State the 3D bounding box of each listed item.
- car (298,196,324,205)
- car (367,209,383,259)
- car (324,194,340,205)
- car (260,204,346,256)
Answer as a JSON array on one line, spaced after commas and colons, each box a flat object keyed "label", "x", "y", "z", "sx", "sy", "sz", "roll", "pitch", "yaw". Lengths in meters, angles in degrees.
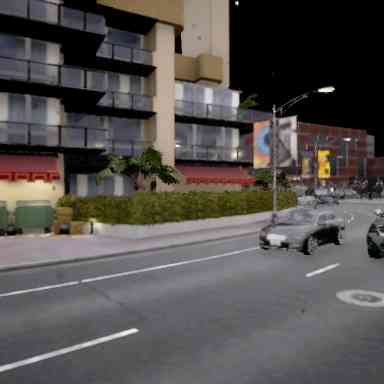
[{"label": "car", "x": 18.380, "y": 1.318, "z": 52.727, "sx": 1.812, "sy": 1.442, "sz": 4.674, "roll": 0, "pitch": 0, "yaw": -13}, {"label": "car", "x": 7.949, "y": 1.171, "z": 11.631, "sx": 2.150, "sy": 2.045, "sz": 5.566, "roll": 0, "pitch": 0, "yaw": 43}, {"label": "car", "x": 21.789, "y": 1.447, "z": 53.525, "sx": 1.994, "sy": 1.385, "sz": 4.181, "roll": 0, "pitch": 0, "yaw": -13}, {"label": "car", "x": 4.502, "y": 1.462, "z": 13.139, "sx": 2.128, "sy": 1.511, "sz": 4.902, "roll": 0, "pitch": 0, "yaw": 43}]
